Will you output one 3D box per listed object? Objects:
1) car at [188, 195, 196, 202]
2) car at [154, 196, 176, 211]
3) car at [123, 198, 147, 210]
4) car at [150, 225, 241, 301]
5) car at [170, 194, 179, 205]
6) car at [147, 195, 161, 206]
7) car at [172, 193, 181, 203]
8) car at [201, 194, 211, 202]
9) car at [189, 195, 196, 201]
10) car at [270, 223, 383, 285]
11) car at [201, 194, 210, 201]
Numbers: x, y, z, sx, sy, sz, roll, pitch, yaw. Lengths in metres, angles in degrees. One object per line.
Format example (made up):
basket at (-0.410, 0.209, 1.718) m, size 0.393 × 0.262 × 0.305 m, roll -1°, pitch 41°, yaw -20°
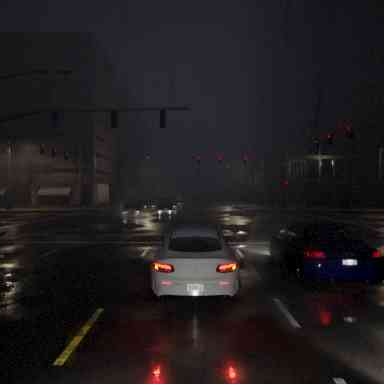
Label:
car at (0.030, 1.518, 77.887) m, size 2.128 × 1.511 × 4.902 m, roll 0°, pitch 0°, yaw 0°
car at (-3.362, 1.547, 41.909) m, size 2.033 × 1.411 × 5.357 m, roll 0°, pitch 0°, yaw -3°
car at (-7.306, 1.526, 42.077) m, size 1.812 × 1.442 × 4.674 m, roll 0°, pitch 0°, yaw 3°
car at (0.073, 1.526, 8.177) m, size 1.812 × 1.442 × 4.674 m, roll 0°, pitch 0°, yaw 0°
car at (-3.558, 1.525, 56.264) m, size 1.812 × 1.442 × 4.674 m, roll 0°, pitch 0°, yaw 0°
car at (-7.064, 1.547, 56.891) m, size 2.033 × 1.411 × 5.357 m, roll 0°, pitch 0°, yaw 0°
car at (-3.472, 1.225, 71.637) m, size 2.150 × 2.045 × 5.566 m, roll 0°, pitch 0°, yaw 0°
car at (3.531, 1.546, 78.443) m, size 1.994 × 1.385 × 4.181 m, roll 0°, pitch 0°, yaw 0°
car at (0.034, 1.493, 87.215) m, size 1.812 × 1.442 × 4.674 m, roll 0°, pitch 0°, yaw 0°
car at (3.582, 1.564, 9.545) m, size 1.994 × 1.385 × 4.181 m, roll 0°, pitch 0°, yaw 0°
car at (3.534, 1.315, 86.968) m, size 2.097 × 1.767 × 4.553 m, roll 0°, pitch 0°, yaw 0°
